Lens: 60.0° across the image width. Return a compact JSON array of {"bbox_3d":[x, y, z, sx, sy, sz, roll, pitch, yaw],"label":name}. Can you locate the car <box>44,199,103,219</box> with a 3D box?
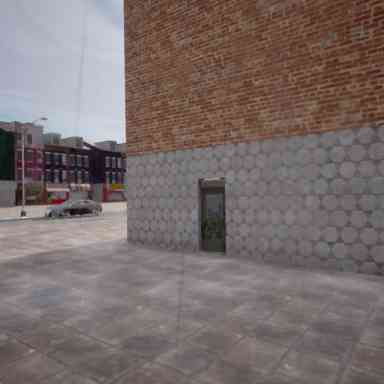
[{"bbox_3d":[-9.758,1.381,27.723,2.128,1.511,4.902,-2,0,36],"label":"car"}]
